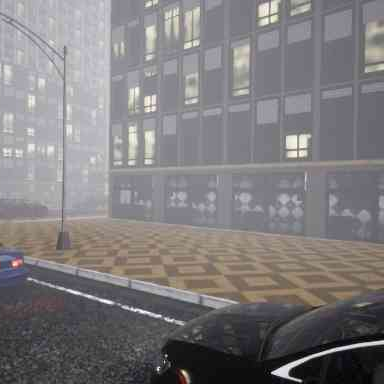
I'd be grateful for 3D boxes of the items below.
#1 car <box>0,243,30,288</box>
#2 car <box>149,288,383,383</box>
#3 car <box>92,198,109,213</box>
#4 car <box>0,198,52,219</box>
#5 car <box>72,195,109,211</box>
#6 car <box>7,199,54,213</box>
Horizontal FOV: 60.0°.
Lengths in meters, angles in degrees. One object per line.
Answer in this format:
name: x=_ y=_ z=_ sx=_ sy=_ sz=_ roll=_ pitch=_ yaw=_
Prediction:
car: x=-6.071 y=1.543 z=8.032 sx=5.357 sy=1.411 sz=2.033 roll=0 pitch=0 yaw=36
car: x=1.850 y=1.505 z=2.363 sx=4.892 sy=1.490 sz=1.837 roll=0 pitch=0 yaw=35
car: x=-9.210 y=1.829 z=40.137 sx=1.752 sy=1.417 sz=4.829 roll=1 pitch=0 yaw=37
car: x=-16.025 y=1.519 z=30.938 sx=2.192 sy=1.841 sz=5.009 roll=1 pitch=0 yaw=37
car: x=-13.200 y=1.434 z=44.432 sx=2.150 sy=2.045 sz=5.566 roll=1 pitch=1 yaw=37
car: x=-19.505 y=1.642 z=40.319 sx=1.752 sy=1.417 sz=4.829 roll=1 pitch=0 yaw=37
